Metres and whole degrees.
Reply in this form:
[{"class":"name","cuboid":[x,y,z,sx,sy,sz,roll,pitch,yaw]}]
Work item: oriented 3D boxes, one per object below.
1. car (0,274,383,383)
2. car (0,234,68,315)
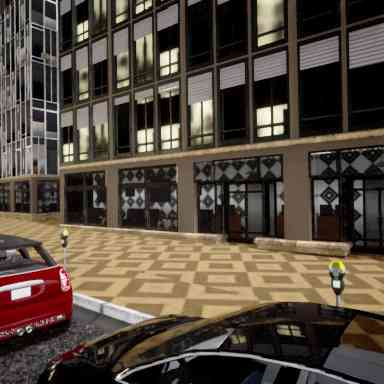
[{"class":"car","cuboid":[0.642,1.566,2.454,4.313,1.339,1.947,0,-1,36]},{"class":"car","cuboid":[-3.933,1.441,5.833,4.097,1.590,1.967,0,-1,37]}]
